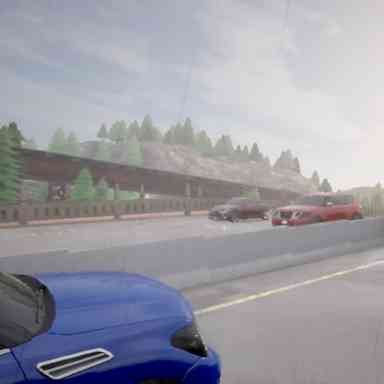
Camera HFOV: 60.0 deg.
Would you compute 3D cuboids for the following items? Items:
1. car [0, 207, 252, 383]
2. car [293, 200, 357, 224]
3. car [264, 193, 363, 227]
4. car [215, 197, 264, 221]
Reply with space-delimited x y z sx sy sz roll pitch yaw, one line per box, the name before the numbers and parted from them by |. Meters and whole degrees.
car | -2.415 1.232 2.023 5.566 2.045 2.150 -1 1 -36
car | 9.504 1.345 23.587 4.892 1.490 1.837 1 -1 -35
car | 6.623 1.056 17.288 5.566 2.045 2.150 0 0 -35
car | 3.384 1.178 23.566 4.553 1.767 2.097 -1 0 -35
